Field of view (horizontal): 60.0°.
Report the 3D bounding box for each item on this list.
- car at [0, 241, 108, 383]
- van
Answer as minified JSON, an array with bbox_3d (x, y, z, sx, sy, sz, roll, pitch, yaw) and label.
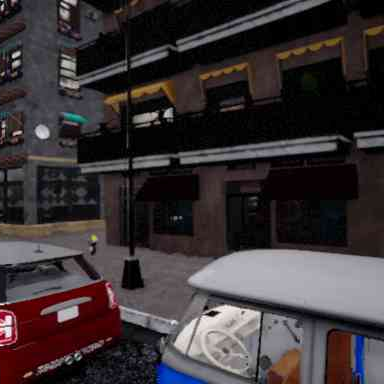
[{"bbox_3d":[-3.042,1.478,5.058,4.097,1.590,1.967,-1,-1,35],"label":"car"},{"bbox_3d":[1.565,1.339,1.776,3.998,1.788,1.690,-1,-1,35],"label":"van"}]
